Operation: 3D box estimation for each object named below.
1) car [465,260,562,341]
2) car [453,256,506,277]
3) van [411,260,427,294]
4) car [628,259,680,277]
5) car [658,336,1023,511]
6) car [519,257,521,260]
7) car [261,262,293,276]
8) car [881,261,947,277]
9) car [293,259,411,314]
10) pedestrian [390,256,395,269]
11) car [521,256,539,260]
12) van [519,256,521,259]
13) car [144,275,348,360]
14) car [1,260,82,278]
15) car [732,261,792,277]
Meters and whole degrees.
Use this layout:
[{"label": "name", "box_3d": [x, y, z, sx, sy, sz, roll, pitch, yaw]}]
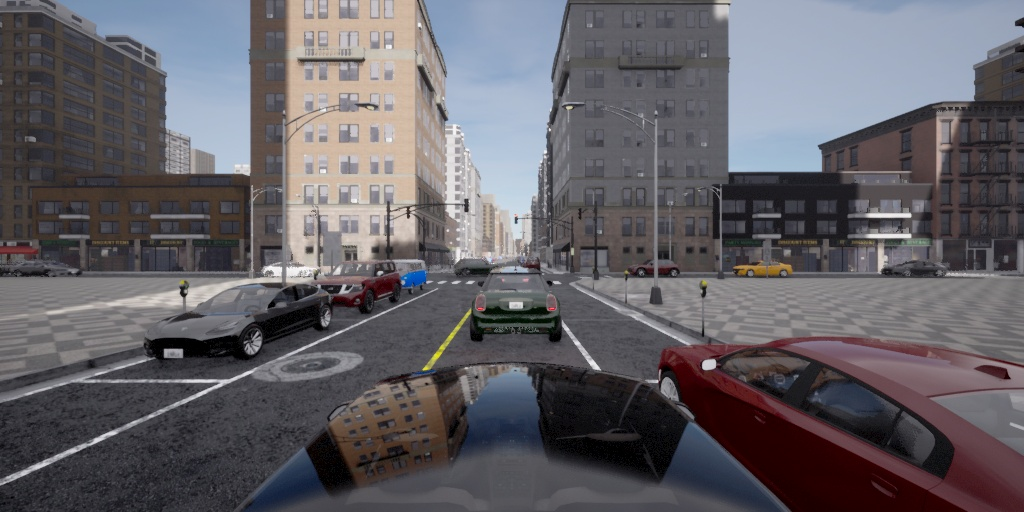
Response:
[{"label": "car", "box_3d": [0.090, 1.102, 10.005, 2.097, 1.767, 4.553, 0, 0, 0]}, {"label": "car", "box_3d": [-3.294, 1.056, 34.525, 4.553, 1.767, 2.097, 0, 0, -30]}, {"label": "van", "box_3d": [-5.875, 1.088, 19.670, 1.690, 1.789, 3.998, 0, 0, 0]}, {"label": "car", "box_3d": [13.427, 1.059, 34.229, 4.553, 1.767, 2.097, 0, 0, 1]}, {"label": "car", "box_3d": [2.667, 1.295, 2.731, 1.888, 1.381, 4.507, 0, 0, 0]}, {"label": "car", "box_3d": [2.613, 1.201, 57.981, 1.888, 1.381, 4.507, 0, 0, 0]}, {"label": "car", "box_3d": [-19.396, 1.233, 31.492, 4.674, 1.442, 1.812, 0, 0, 1]}, {"label": "car", "box_3d": [37.899, 1.227, 33.855, 4.892, 1.490, 1.837, 0, 0, 1]}, {"label": "car", "box_3d": [-5.870, 1.064, 14.029, 2.192, 1.841, 5.009, 0, 0, 0]}, {"label": "pedestrian", "box_3d": [-12.586, 0.845, 37.629, 0.375, 1.860, 0.375, 0, 0, 1]}, {"label": "car", "box_3d": [2.625, 1.001, 46.669, 2.192, 1.841, 5.009, 0, 0, 0]}, {"label": "van", "box_3d": [2.608, 0.981, 63.639, 1.690, 1.789, 3.998, 0, 0, 0]}, {"label": "car", "box_3d": [-5.864, 1.315, 8.388, 1.948, 1.339, 4.313, 0, 0, 0]}, {"label": "car", "box_3d": [-41.254, 1.196, 31.822, 4.902, 1.511, 2.128, 0, 0, 1]}, {"label": "car", "box_3d": [23.691, 1.190, 34.074, 5.008, 1.535, 1.882, 0, 0, 1]}]
